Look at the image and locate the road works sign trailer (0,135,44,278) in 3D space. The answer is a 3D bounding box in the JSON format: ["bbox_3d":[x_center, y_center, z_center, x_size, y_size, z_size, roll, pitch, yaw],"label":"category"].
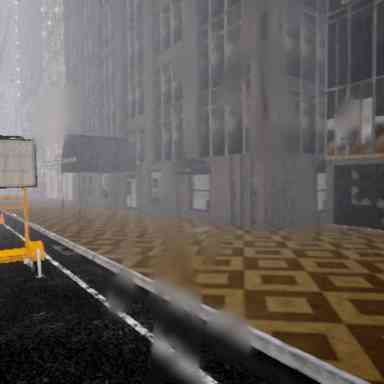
[{"bbox_3d":[-5.363,0.312,8.680,2.380,3.560,2.880,-2,2,-34],"label":"road works sign trailer"}]
